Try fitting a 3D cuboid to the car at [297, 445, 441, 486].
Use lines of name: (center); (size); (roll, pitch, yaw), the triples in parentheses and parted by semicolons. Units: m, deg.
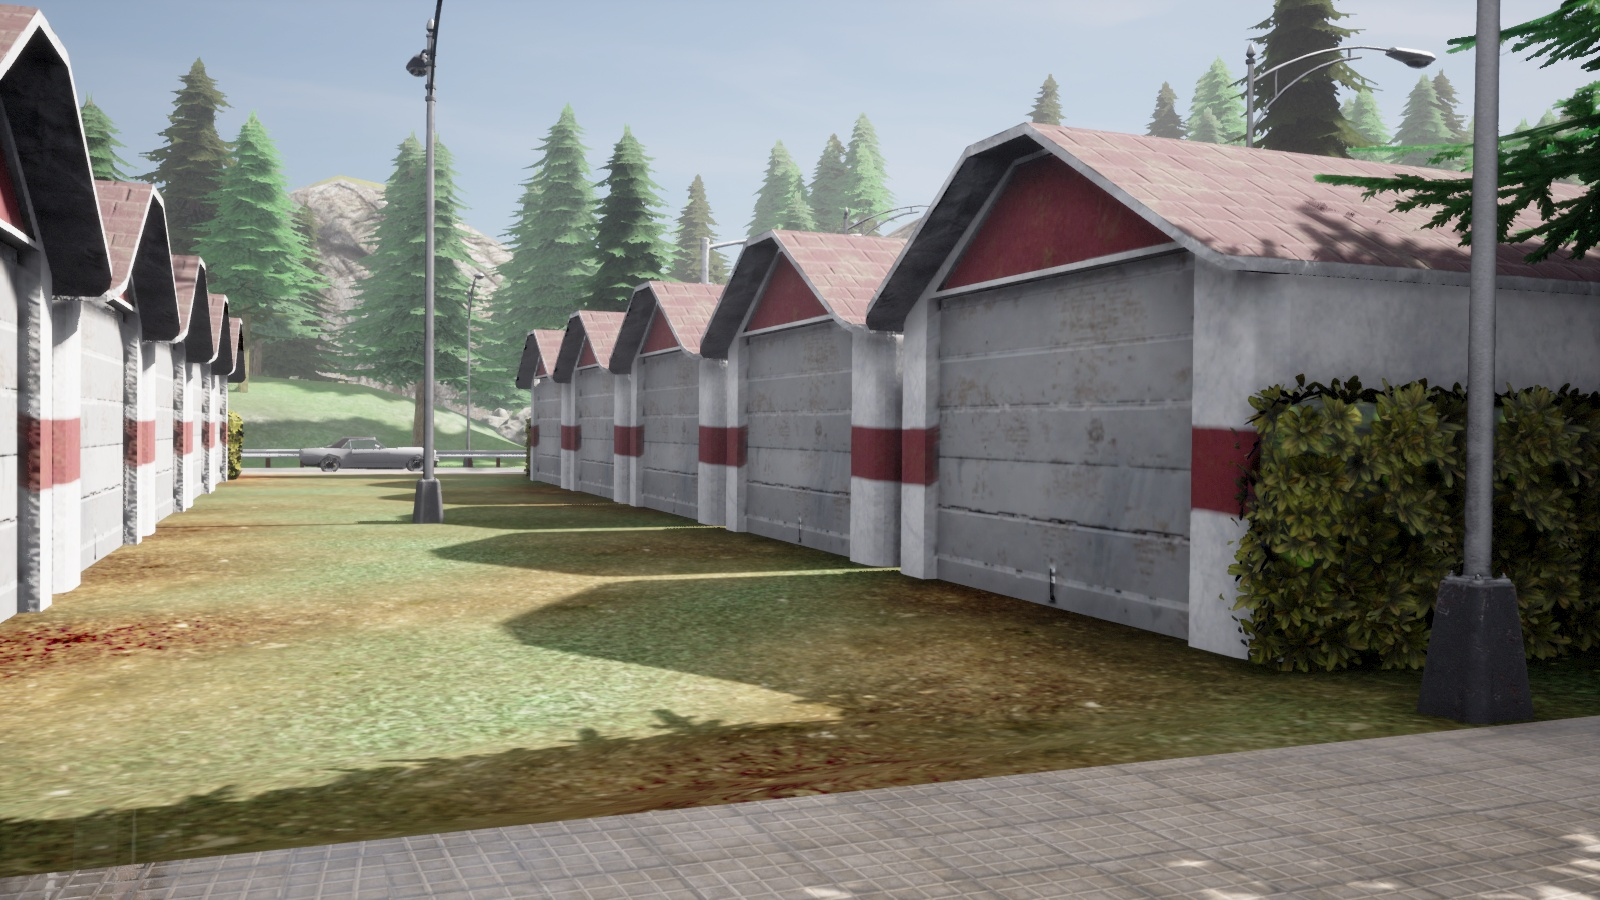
car: (-15.294, 0.516, 44.639); (4.718, 1.301, 1.895); (-1, 1, -20)
